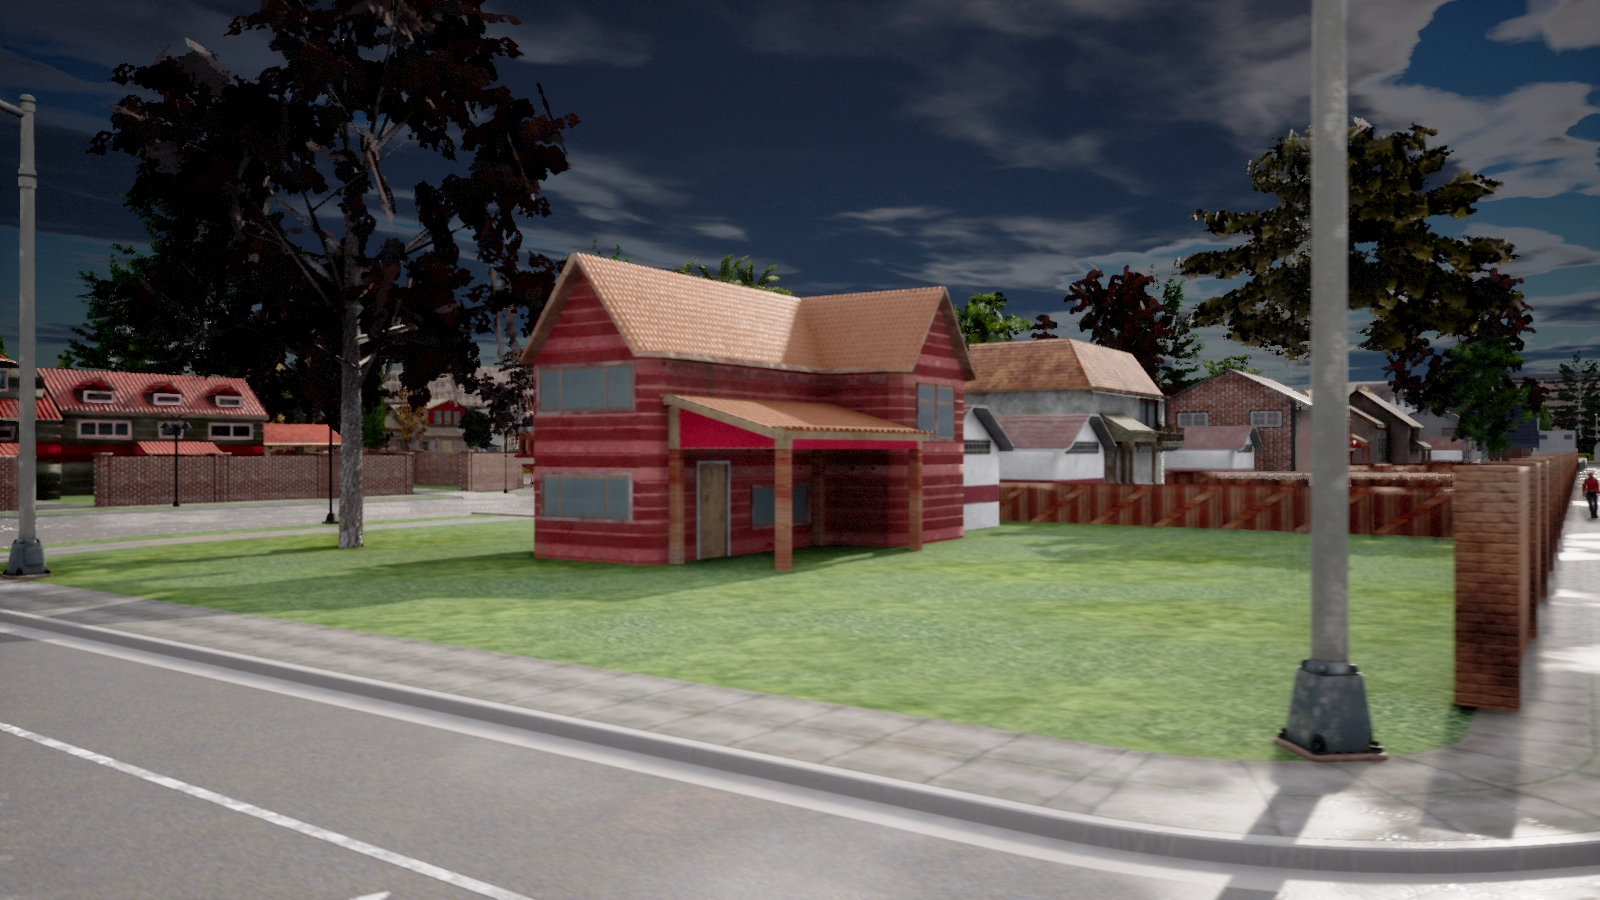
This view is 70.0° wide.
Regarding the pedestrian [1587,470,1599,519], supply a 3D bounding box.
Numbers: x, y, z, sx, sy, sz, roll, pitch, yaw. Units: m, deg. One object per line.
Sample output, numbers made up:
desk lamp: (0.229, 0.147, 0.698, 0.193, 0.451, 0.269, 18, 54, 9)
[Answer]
pedestrian: (30.181, 1.696, 43.504, 0.375, 1.860, 0.375, 0, 0, 34)
